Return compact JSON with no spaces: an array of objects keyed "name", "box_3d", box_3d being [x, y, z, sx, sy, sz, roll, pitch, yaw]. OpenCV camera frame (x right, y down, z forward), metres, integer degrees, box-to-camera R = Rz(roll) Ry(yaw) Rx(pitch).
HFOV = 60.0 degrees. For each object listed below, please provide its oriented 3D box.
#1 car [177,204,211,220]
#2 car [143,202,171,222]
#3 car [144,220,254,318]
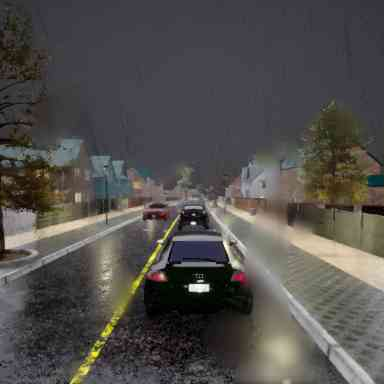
[{"name":"car","box_3d":[0.108,1.522,21.214,1.837,1.490,4.892,0,0,1]},{"name":"car","box_3d":[-2.743,1.511,26.718,1.882,1.535,5.008,0,0,1]},{"name":"car","box_3d":[0.117,1.563,7.537,1.994,1.385,4.181,0,0,0]}]
